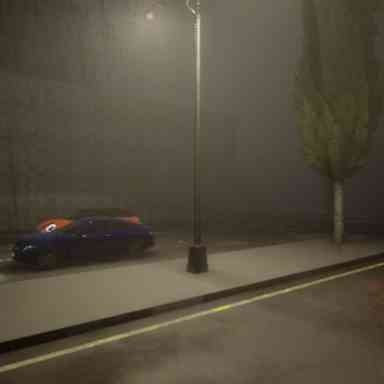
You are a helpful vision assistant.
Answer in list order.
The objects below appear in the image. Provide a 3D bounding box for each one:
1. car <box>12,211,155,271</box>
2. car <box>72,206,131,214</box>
[{"bbox_3d":[-3.489,1.595,11.365,4.674,1.442,1.812,0,0,-37],"label":"car"},{"bbox_3d":[-4.564,1.443,14.936,4.553,1.767,2.097,0,0,-37],"label":"car"}]
